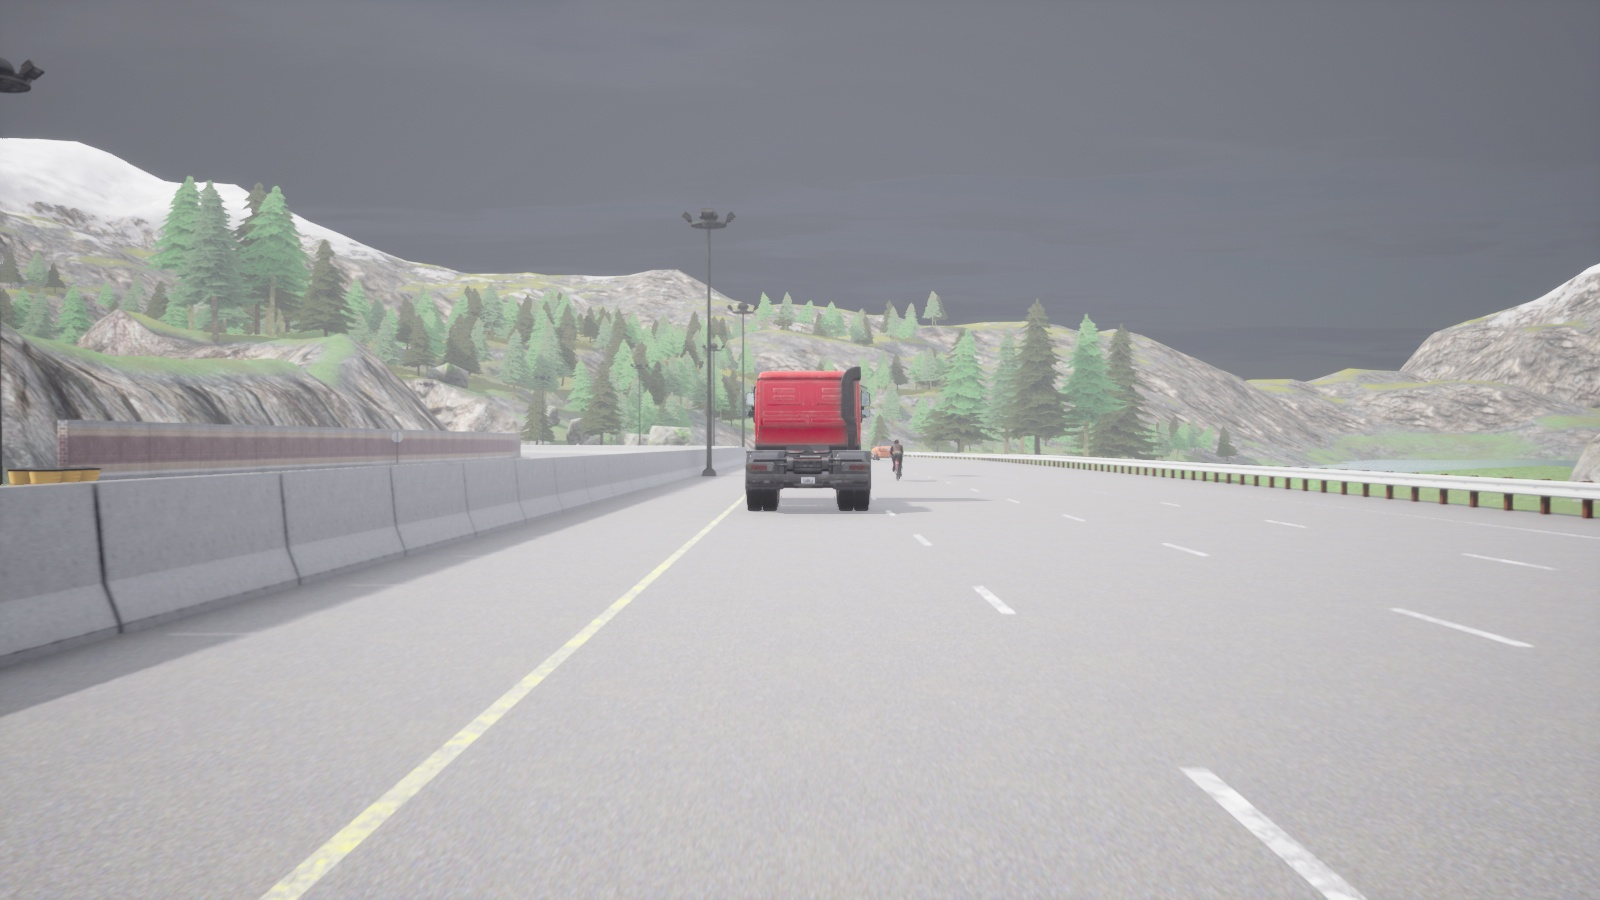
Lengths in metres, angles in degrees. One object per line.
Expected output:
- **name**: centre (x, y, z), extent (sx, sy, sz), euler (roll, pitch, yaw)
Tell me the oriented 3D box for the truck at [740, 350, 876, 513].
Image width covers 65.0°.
- **truck**: centre (0.193, -0.408, 30.631), extent (2.891, 3.462, 7.936), euler (0, 0, 0)
